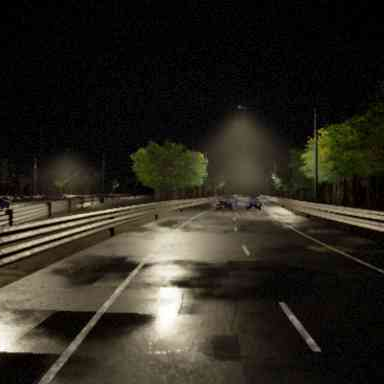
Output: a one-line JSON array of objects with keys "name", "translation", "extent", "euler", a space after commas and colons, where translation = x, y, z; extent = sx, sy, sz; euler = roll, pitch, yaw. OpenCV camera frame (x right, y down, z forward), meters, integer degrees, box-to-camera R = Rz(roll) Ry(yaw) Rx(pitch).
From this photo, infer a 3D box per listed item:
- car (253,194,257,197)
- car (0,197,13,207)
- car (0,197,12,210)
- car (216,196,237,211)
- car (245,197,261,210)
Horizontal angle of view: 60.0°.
[{"name": "car", "translation": [9.866, 1.570, 53.526], "extent": [1.812, 1.442, 4.674], "euler": [0, 0, 11]}, {"name": "car", "translation": [-28.423, 1.439, 49.457], "extent": [1.812, 1.442, 4.674], "euler": [0, 0, -9]}, {"name": "car", "translation": [-22.863, 1.457, 38.836], "extent": [1.812, 1.442, 4.674], "euler": [0, 0, -11]}, {"name": "car", "translation": [4.138, 1.513, 41.923], "extent": [2.128, 1.511, 4.902], "euler": [0, 0, 11]}, {"name": "car", "translation": [7.797, 1.628, 42.454], "extent": [1.895, 1.301, 4.718], "euler": [0, 0, 11]}]
